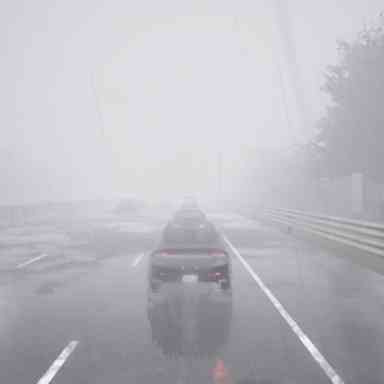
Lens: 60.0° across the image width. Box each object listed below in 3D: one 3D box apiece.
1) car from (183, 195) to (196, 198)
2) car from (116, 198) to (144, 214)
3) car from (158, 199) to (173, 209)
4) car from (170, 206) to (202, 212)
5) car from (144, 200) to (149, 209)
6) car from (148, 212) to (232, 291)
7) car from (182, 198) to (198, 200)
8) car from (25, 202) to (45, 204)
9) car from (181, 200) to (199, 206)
[{"bbox_3d":[-0.307,1.388,47.553,2.150,2.045,5.566,0,0,0],"label":"car"},{"bbox_3d":[-7.213,1.490,38.146,2.097,1.767,4.553,0,0,-1],"label":"car"},{"bbox_3d":[-3.811,1.716,48.257,2.033,1.411,5.357,0,0,0],"label":"car"},{"bbox_3d":[-0.131,1.665,18.396,1.895,1.301,4.718,0,0,0],"label":"car"},{"bbox_3d":[-7.298,1.768,47.619,1.895,1.301,4.718,0,0,0],"label":"car"},{"bbox_3d":[-0.054,1.524,9.088,2.128,1.511,4.902,0,0,0],"label":"car"},{"bbox_3d":[-0.194,1.695,37.566,1.994,1.385,4.181,0,0,-2],"label":"car"},{"bbox_3d":[-17.822,1.387,39.217,1.895,1.301,4.718,0,0,-1],"label":"car"},{"bbox_3d":[-0.221,1.646,28.192,2.033,1.411,5.357,0,0,-1],"label":"car"}]
